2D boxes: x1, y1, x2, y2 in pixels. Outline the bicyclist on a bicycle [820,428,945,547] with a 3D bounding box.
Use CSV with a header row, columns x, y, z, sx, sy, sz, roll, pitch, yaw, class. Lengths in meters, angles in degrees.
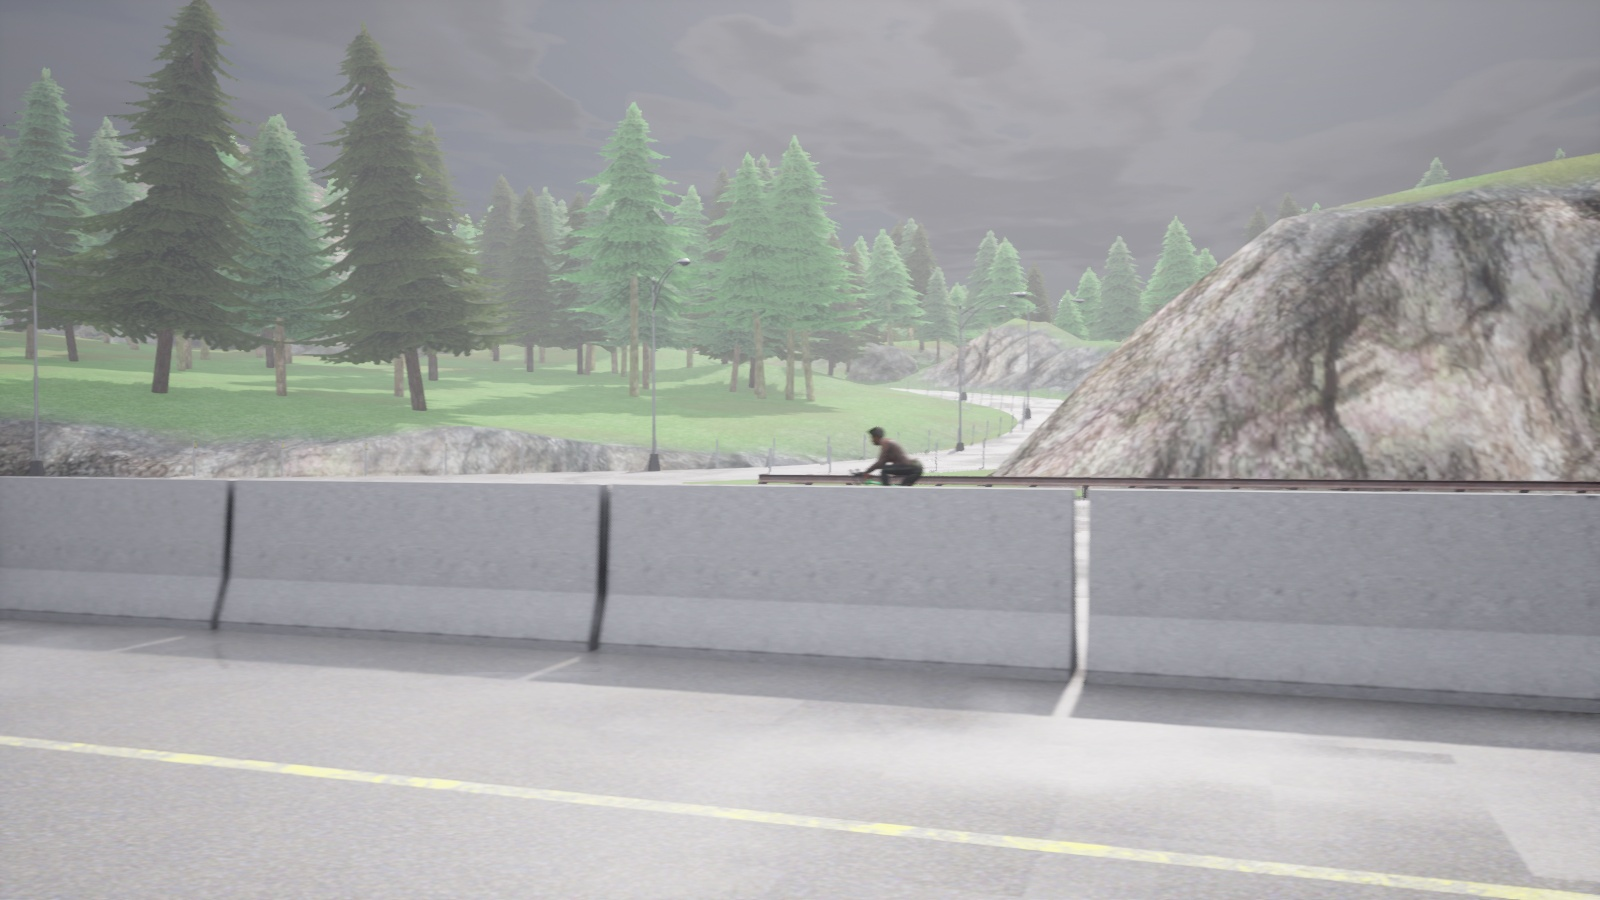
x,y,z,sx,sy,sz,roll,pitch,yaw,class
1.158,0.502,17.573,1.656,1.620,0.582,0,1,19,bicyclist on a bicycle
